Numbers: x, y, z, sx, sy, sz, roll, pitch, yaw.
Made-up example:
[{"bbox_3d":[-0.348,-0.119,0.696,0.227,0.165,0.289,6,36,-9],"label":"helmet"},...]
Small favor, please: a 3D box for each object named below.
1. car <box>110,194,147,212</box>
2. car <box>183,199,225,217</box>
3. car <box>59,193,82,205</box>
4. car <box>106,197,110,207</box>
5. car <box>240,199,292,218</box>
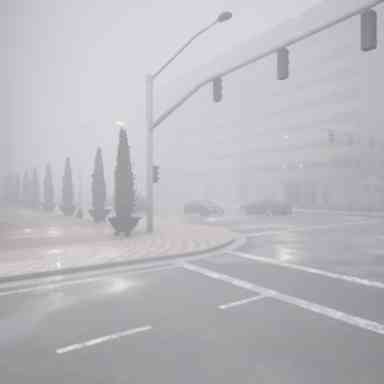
[{"bbox_3d":[-6.010,1.102,33.730,2.150,2.045,5.566,0,0,-35],"label":"car"},{"bbox_3d":[0.968,1.391,29.909,1.812,1.442,4.674,0,0,-35],"label":"car"},{"bbox_3d":[-19.822,1.232,53.460,2.097,1.767,4.553,0,0,-35],"label":"car"},{"bbox_3d":[-12.025,1.371,48.372,1.837,1.490,4.892,0,0,-35],"label":"car"},{"bbox_3d":[6.294,1.326,28.838,1.882,1.535,5.008,0,0,-35],"label":"car"}]
